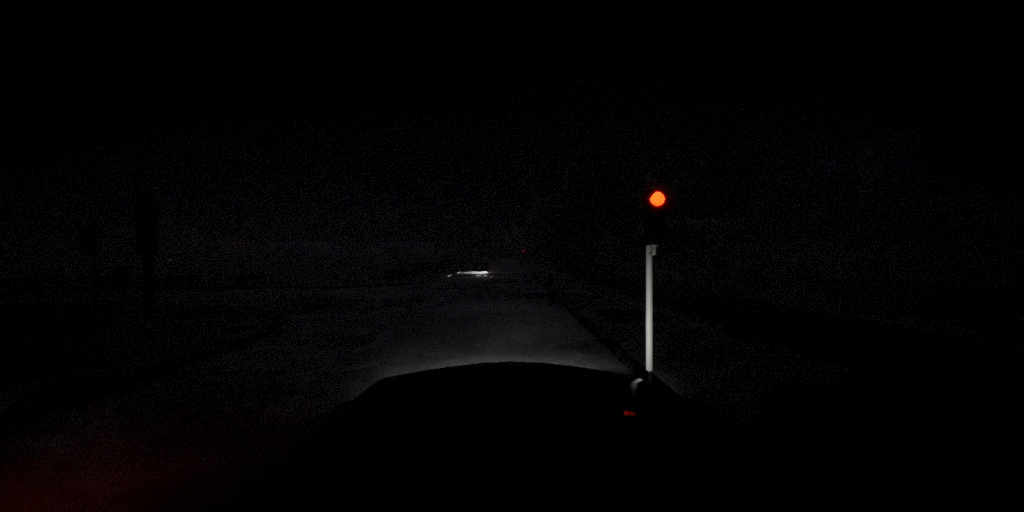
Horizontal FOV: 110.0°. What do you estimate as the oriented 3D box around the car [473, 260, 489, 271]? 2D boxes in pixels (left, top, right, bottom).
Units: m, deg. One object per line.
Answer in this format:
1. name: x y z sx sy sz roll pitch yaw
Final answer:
1. car: -4.016 1.247 47.280 2.128 1.511 4.902 0 1 0
